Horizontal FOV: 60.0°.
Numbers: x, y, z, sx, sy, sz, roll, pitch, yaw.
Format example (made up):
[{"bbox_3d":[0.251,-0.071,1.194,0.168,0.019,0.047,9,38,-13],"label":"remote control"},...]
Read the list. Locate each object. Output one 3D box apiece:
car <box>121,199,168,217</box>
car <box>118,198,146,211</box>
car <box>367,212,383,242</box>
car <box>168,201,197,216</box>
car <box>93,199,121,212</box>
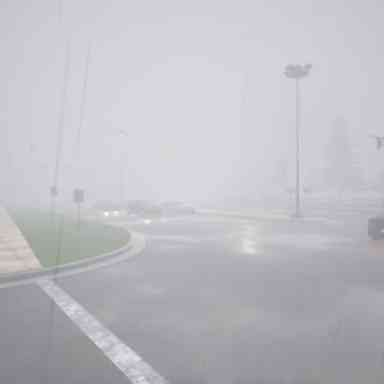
[{"bbox_3d":[-4.563,1.459,31.267,1.882,1.535,5.008,0,0,-35],"label":"car"},{"bbox_3d":[-7.586,1.540,41.776,1.994,1.385,4.181,0,0,-34],"label":"car"},{"bbox_3d":[9.976,1.456,15.163,5.008,1.535,1.882,0,0,-36],"label":"car"},{"bbox_3d":[-1.555,1.578,33.069,1.895,1.301,4.718,0,0,-35],"label":"car"},{"bbox_3d":[-10.152,1.545,39.331,1.994,1.385,4.181,0,0,-34],"label":"car"}]
